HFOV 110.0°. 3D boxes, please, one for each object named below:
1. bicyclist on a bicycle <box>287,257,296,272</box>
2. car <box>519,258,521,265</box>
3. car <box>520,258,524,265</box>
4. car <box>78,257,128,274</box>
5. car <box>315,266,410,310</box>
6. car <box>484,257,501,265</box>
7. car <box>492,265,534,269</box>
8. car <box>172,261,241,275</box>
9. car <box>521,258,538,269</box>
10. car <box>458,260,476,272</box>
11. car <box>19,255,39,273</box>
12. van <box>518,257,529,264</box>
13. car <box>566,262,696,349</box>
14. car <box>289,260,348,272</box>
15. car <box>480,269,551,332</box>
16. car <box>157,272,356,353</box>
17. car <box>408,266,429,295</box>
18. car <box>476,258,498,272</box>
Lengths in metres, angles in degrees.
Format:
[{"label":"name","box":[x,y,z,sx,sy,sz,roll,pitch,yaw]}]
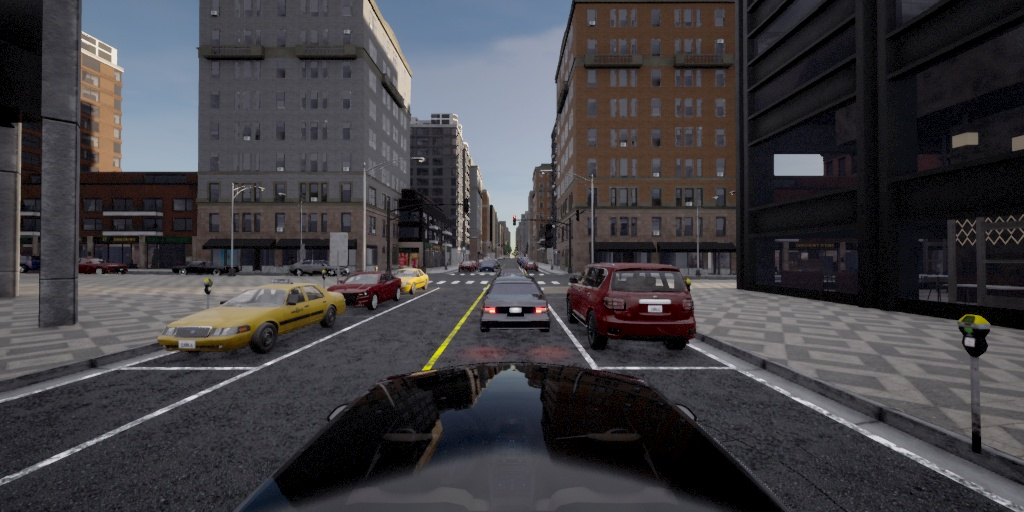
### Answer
[{"label":"bicyclist on a bicycle","box":[-23.112,0.909,37.711,0.582,1.620,1.656,0,0,0]},{"label":"car","box":[2.510,1.346,58.679,1.802,1.307,4.207,0,0,0]},{"label":"car","box":[2.526,1.344,53.005,1.802,1.307,4.207,0,0,0]},{"label":"car","box":[-36.835,0.897,31.524,5.008,1.535,1.882,1,-1,0]},{"label":"car","box":[-5.893,1.298,14.673,1.888,1.381,4.507,0,0,0]},{"label":"car","box":[-3.235,1.328,56.613,1.994,1.385,4.181,0,0,0]},{"label":"car","box":[0.018,1.355,20.522,1.895,1.301,4.718,0,0,0]},{"label":"car","box":[-26.740,1.112,31.482,4.718,1.301,1.895,1,-1,0]},{"label":"car","box":[2.542,1.343,47.332,1.802,1.307,4.207,0,0,0]},{"label":"car","box":[-5.984,1.306,47.317,1.888,1.381,4.507,0,0,0]},{"label":"car","box":[-47.617,0.705,34.694,4.553,1.767,2.097,1,-1,1]},{"label":"van","box":[2.495,1.107,64.352,1.690,1.789,3.998,0,0,0]},{"label":"car","box":[2.649,1.066,9.064,2.192,1.841,5.009,0,0,0]},{"label":"car","box":[-16.843,1.092,31.449,4.902,1.511,2.128,1,-1,0]},{"label":"car","box":[0.066,1.299,10.795,2.033,1.411,5.357,0,0,0]},{"label":"car","box":[-5.877,1.277,8.879,1.751,1.417,4.829,0,0,0]},{"label":"car","box":[-5.908,1.279,20.128,1.751,1.417,4.829,0,0,0]},{"label":"car","box":[-3.249,1.308,46.758,2.033,1.411,5.357,0,0,-4]}]
